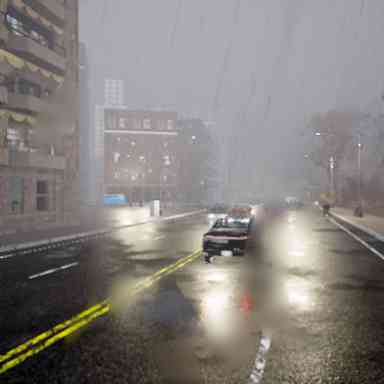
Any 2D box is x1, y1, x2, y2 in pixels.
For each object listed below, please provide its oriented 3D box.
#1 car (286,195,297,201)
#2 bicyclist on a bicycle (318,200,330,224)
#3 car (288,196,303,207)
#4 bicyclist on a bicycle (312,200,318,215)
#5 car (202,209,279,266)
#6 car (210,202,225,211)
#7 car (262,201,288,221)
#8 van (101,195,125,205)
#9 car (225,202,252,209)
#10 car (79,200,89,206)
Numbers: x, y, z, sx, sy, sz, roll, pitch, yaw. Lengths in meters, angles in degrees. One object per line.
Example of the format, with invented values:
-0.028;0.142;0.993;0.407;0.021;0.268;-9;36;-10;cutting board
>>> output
21.336;1.620;70.857;2.150;2.045;5.566;0;0;13;car
10.167;1.511;25.262;0.659;1.776;1.843;0;0;17;bicyclist on a bicycle
18.638;1.933;59.212;1.895;1.301;4.718;0;0;14;car
13.002;1.629;34.812;0.866;1.612;1.509;0;0;16;bicyclist on a bicycle
1.758;1.570;11.949;2.128;1.511;4.902;0;0;18;car
3.556;1.873;40.656;1.895;1.301;4.718;0;0;16;car
7.073;1.742;29.039;1.994;1.385;4.181;0;0;17;car
-13.663;1.353;58.015;3.998;1.788;1.690;1;-1;-14;van
4.988;1.822;34.085;1.895;1.301;4.718;0;0;16;car
-17.220;1.520;48.499;4.206;1.307;1.802;1;-1;-14;car
